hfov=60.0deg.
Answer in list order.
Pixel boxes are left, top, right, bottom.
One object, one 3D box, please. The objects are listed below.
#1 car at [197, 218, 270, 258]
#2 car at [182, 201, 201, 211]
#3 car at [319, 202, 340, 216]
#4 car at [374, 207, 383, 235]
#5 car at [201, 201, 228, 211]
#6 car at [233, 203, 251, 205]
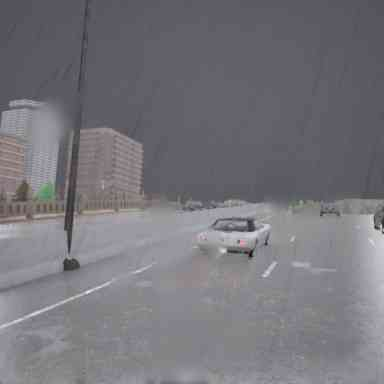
[{"bbox_3d":[1.869,1.662,13.172,1.895,1.301,4.718,0,0,22],"label":"car"},{"bbox_3d":[0.193,1.993,46.597,1.837,1.490,4.892,0,-3,22],"label":"car"},{"bbox_3d":[14.157,1.732,34.191,2.033,1.411,5.357,0,-1,22],"label":"car"},{"bbox_3d":[11.767,1.431,18.965,2.097,1.767,4.553,0,0,22],"label":"car"},{"bbox_3d":[3.437,1.976,45.283,2.033,1.411,5.357,0,-3,22],"label":"car"},{"bbox_3d":[6.693,1.683,44.000,1.994,1.385,4.181,0,-3,22],"label":"car"}]
